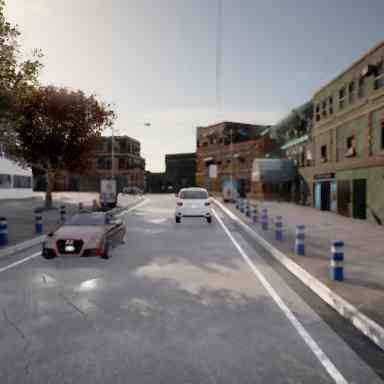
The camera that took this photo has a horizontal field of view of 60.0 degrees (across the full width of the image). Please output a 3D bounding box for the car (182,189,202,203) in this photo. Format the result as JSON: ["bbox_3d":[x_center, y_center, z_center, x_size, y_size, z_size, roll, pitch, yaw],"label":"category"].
[{"bbox_3d":[-0.095,0.403,40.114,2.033,1.411,5.357,0,2,-3],"label":"car"}]

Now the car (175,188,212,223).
[{"bbox_3d":[0.097,0.745,21.431,2.150,2.045,5.566,0,2,0],"label":"car"}]

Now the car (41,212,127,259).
[{"bbox_3d":[-3.601,1.411,11.784,1.994,1.385,4.181,0,2,0],"label":"car"}]

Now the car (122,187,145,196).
[{"bbox_3d":[-9.704,-0.157,55.229,2.128,1.511,4.902,0,2,-44],"label":"car"}]
